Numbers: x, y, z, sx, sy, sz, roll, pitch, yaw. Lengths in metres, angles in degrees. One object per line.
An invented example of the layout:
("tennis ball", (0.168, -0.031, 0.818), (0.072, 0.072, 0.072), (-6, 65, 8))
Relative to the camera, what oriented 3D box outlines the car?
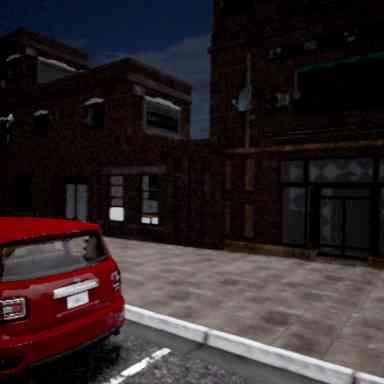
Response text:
("car", (-3.238, 1.297, 5.169), (5.009, 1.841, 2.192), (0, 1, 36))
